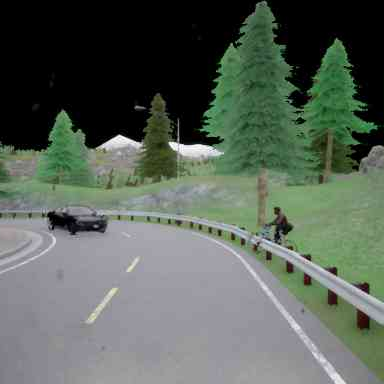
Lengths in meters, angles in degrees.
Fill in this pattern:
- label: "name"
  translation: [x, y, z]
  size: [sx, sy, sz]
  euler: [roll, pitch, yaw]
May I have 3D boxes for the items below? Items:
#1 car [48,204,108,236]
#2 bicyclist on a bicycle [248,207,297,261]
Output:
- label: "car"
  translation: [-6.470, 1.477, 18.665]
  size: [1.882, 1.535, 5.008]
  euler: [1, -1, -41]
- label: "bicyclist on a bicycle"
  translation: [2.729, 1.319, 10.769]
  size: [1.656, 1.620, 0.582]
  euler: [15, -3, -2]
